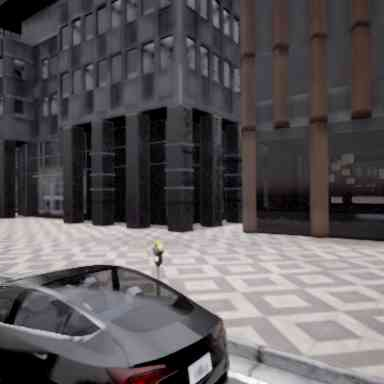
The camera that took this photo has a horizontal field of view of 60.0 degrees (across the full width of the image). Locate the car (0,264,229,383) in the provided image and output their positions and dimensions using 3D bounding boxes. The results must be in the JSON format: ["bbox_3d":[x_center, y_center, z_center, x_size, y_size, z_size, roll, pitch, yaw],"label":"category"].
[{"bbox_3d":[-1.619,1.599,4.117,4.313,1.339,1.947,-1,0,35],"label":"car"}]
